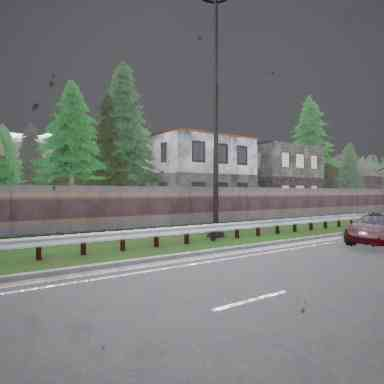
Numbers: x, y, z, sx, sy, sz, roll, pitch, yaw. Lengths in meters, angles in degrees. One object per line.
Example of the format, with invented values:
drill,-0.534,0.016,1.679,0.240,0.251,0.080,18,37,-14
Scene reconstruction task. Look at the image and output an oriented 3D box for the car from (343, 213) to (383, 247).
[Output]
car,8.269,1.572,14.066,4.181,1.385,1.994,0,0,-35
